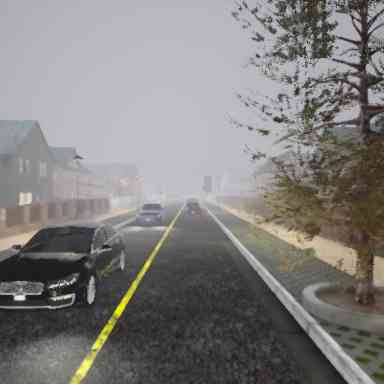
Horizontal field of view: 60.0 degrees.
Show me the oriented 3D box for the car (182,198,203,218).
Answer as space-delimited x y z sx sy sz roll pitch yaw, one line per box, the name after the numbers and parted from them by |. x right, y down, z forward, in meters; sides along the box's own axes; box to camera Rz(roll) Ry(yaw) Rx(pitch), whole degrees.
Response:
0.076 1.540 30.305 1.812 1.442 4.674 0 0 0 | car

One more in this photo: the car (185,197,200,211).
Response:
0.071 1.511 42.199 1.882 1.535 5.008 0 0 0 | car

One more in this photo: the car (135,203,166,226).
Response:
-2.866 1.534 23.866 1.812 1.442 4.674 0 0 0 | car

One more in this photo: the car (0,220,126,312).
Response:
-2.847 1.506 7.938 1.837 1.490 4.892 0 0 0 | car
